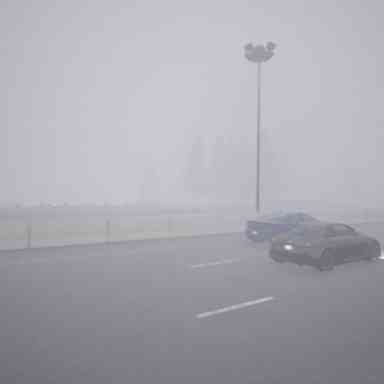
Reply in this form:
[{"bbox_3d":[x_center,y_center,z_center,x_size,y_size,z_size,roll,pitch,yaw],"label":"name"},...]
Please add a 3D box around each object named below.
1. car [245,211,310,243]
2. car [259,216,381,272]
[{"bbox_3d":[4.715,1.642,15.702,5.008,1.535,1.882,1,-1,-35],"label":"car"},{"bbox_3d":[4.572,1.688,11.303,4.181,1.385,1.994,1,-1,-35],"label":"car"}]
